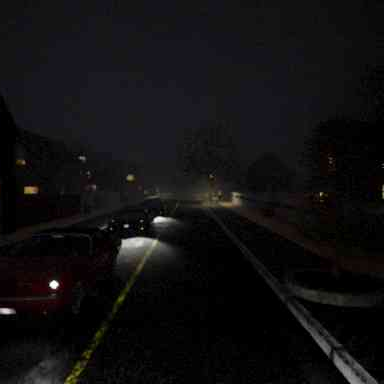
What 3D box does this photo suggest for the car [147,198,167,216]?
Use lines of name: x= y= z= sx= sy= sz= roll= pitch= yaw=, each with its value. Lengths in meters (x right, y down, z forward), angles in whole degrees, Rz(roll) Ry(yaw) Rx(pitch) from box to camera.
car: x=-3.109 y=1.208 z=27.229 sx=1.994 sy=1.385 sz=4.181 roll=0 pitch=1 yaw=0

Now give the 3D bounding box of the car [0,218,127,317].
car: x=-2.920 y=1.518 z=7.381 sx=1.895 sy=1.301 sz=4.718 roll=0 pitch=1 yaw=-1

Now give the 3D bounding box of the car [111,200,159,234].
car: x=-3.036 y=1.348 z=17.304 sx=1.994 sy=1.385 sz=4.181 roll=0 pitch=1 yaw=-1
